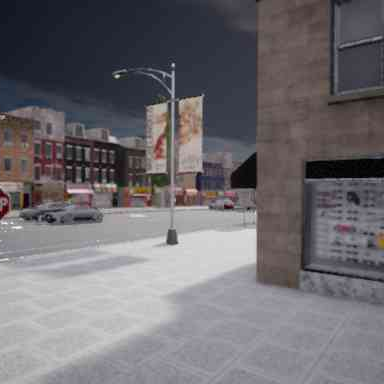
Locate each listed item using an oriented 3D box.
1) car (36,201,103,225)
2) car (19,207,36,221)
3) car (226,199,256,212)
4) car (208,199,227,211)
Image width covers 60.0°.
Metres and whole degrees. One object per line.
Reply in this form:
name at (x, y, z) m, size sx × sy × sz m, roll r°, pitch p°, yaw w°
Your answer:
car at (-8.446, 1.553, 23.869) m, size 1.994 × 1.385 × 4.181 m, roll 1°, pitch 0°, yaw 35°
car at (-10.903, 1.469, 26.030) m, size 1.837 × 1.490 × 4.892 m, roll 1°, pitch 0°, yaw 35°
car at (7.203, 1.999, 46.037) m, size 2.128 × 1.511 × 4.902 m, roll 1°, pitch -1°, yaw 36°
car at (4.241, 1.814, 47.477) m, size 2.097 × 1.767 × 4.553 m, roll 1°, pitch -1°, yaw 36°
